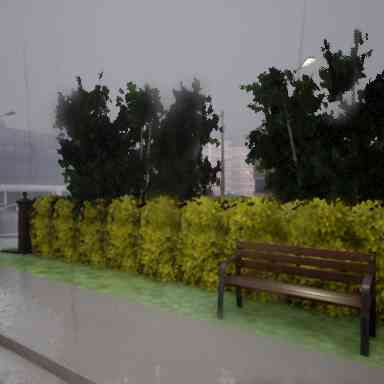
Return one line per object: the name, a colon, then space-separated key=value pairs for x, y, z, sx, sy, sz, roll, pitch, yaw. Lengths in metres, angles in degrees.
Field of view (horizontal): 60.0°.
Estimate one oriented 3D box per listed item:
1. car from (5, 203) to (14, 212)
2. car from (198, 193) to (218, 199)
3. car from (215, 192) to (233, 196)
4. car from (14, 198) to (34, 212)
car: x=-18.831 y=1.461 z=38.029 sx=1.812 sy=1.442 sz=4.674 roll=0 pitch=0 yaw=35
car: x=3.444 y=0.801 z=69.564 sx=1.895 sy=1.301 sz=4.718 roll=0 pitch=1 yaw=35
car: x=6.818 y=0.676 z=68.293 sx=1.882 sy=1.535 sz=5.008 roll=0 pitch=1 yaw=35
car: x=-16.085 y=1.538 z=35.867 sx=1.895 sy=1.301 sz=4.718 roll=0 pitch=0 yaw=36
